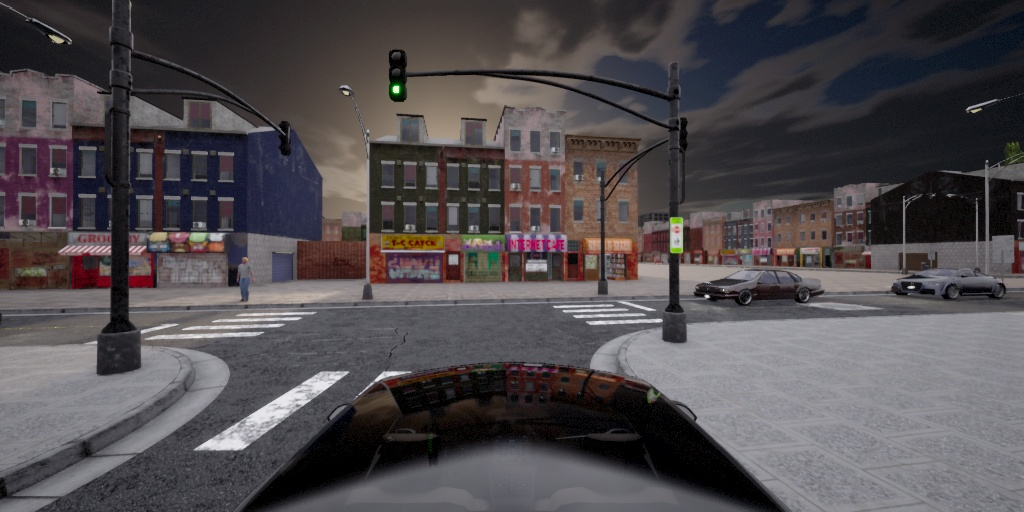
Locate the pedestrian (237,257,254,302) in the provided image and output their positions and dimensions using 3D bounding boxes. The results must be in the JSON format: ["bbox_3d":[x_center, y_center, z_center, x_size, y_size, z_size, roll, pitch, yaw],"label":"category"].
[{"bbox_3d":[-11.107,0.945,14.926,0.375,1.860,0.375,0,0,-9],"label":"pedestrian"}]

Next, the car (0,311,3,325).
[{"bbox_3d":[-15.410,1.278,8.332,4.902,1.511,2.128,0,0,-8],"label":"car"}]

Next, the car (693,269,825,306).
[{"bbox_3d":[10.641,1.274,15.441,5.357,1.411,2.033,0,0,-14],"label":"car"}]

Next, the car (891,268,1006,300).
[{"bbox_3d":[20.485,1.265,16.921,4.181,1.385,1.994,0,0,-9],"label":"car"}]
